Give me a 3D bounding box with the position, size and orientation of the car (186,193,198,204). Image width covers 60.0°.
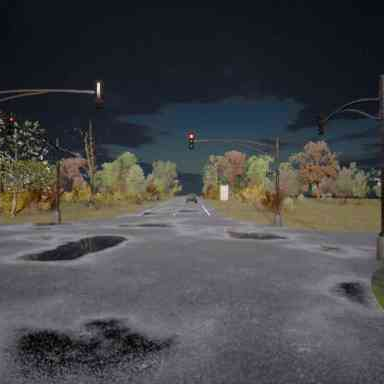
[{"bbox_3d":[-0.047,1.277,67.572,2.150,2.045,5.566,0,0,0],"label":"car"}]

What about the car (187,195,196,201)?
[{"bbox_3d":[-0.054,1.447,77.963,2.033,1.411,5.357,0,0,0],"label":"car"}]
